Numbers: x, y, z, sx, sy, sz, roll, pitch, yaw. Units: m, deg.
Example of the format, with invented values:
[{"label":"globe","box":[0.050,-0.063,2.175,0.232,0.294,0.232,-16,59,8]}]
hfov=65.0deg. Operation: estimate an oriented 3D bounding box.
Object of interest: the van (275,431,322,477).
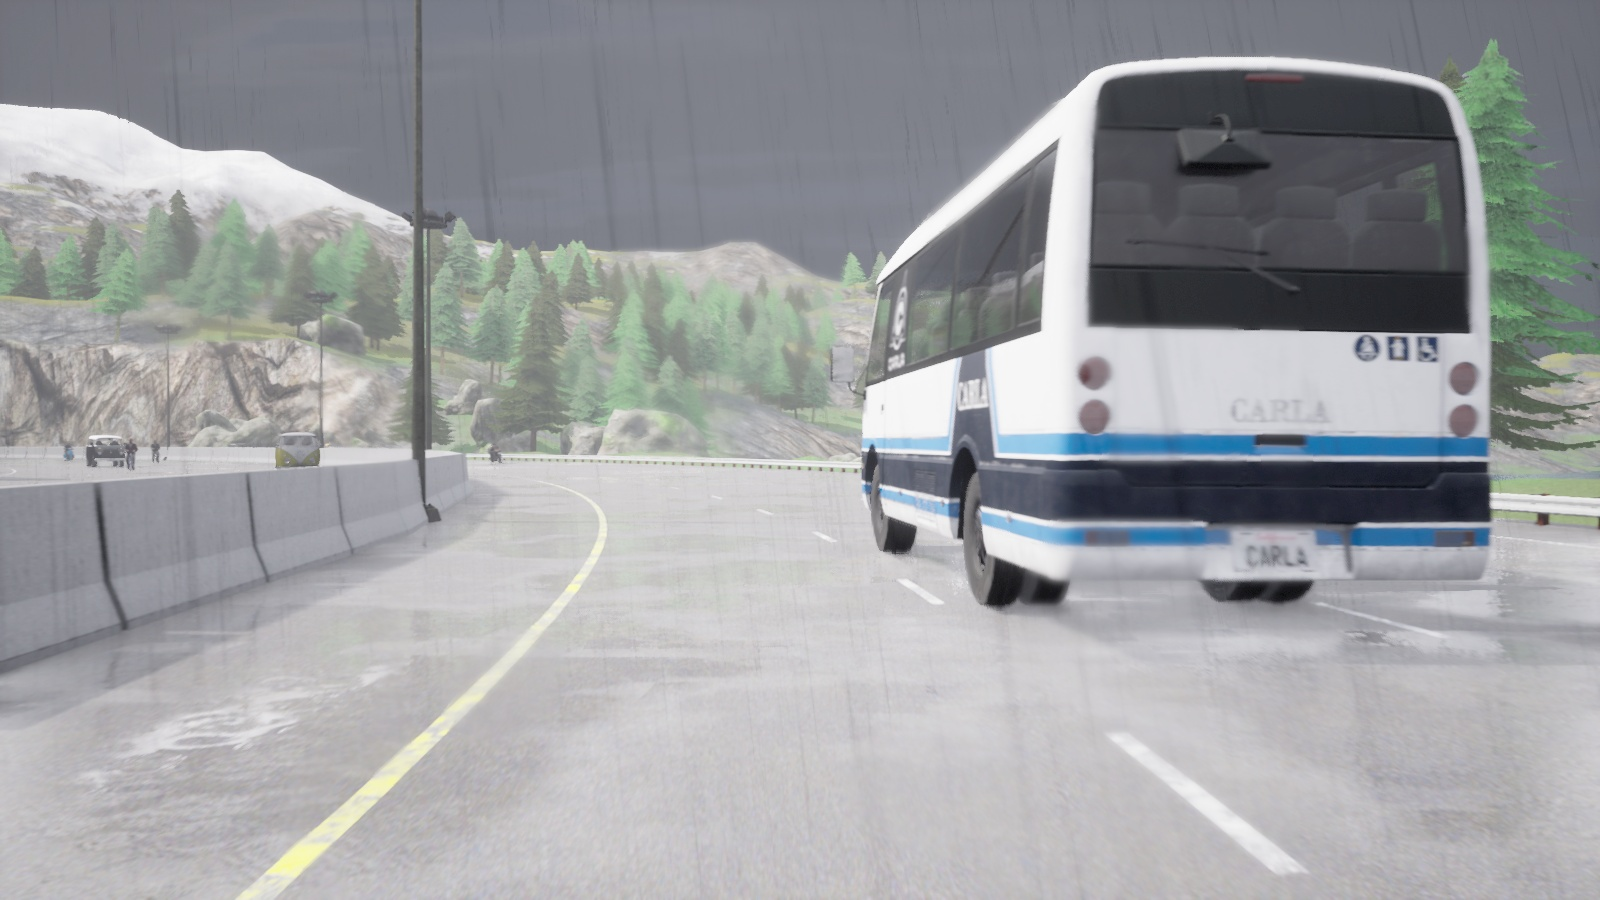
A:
[{"label":"van","box":[-22.595,0.164,56.477,1.775,1.987,4.442,0,0,-24]}]

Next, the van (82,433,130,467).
[{"label":"van","box":[-43.687,-0.006,79.023,2.069,2.038,4.480,0,0,-36]}]

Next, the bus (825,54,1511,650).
[{"label":"bus","box":[2.825,-0.708,14.261,3.944,4.253,10.273,1,0,-5]}]
